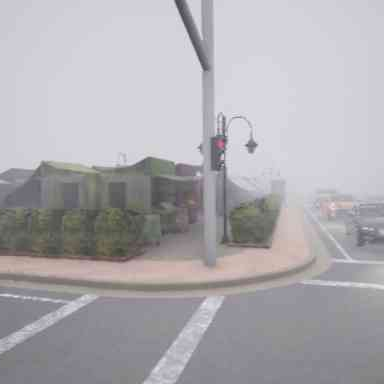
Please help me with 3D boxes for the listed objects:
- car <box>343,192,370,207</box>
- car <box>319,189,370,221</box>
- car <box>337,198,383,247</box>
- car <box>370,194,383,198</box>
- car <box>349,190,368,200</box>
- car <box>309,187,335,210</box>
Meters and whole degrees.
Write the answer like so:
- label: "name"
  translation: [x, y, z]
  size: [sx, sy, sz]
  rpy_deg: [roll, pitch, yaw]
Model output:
- label: "car"
  translation: [17.532, 0.759, 35.632]
  size: [1.812, 1.442, 4.674]
  rpy_deg: [0, 1, 16]
- label: "car"
  translation: [9.877, 0.888, 21.957]
  size: [2.097, 1.767, 4.553]
  rpy_deg: [0, 1, 16]
- label: "car"
  translation: [7.256, 1.196, 13.138]
  size: [2.128, 1.511, 4.902]
  rpy_deg: [0, 1, 19]
- label: "car"
  translation: [14.652, 0.897, 25.848]
  size: [1.882, 1.535, 5.008]
  rpy_deg: [0, 1, 16]
- label: "car"
  translation: [25.721, 0.455, 51.498]
  size: [1.994, 1.385, 4.181]
  rpy_deg: [0, 1, 16]
- label: "car"
  translation: [12.578, 0.581, 31.212]
  size: [2.150, 2.045, 5.566]
  rpy_deg: [0, 1, 16]
